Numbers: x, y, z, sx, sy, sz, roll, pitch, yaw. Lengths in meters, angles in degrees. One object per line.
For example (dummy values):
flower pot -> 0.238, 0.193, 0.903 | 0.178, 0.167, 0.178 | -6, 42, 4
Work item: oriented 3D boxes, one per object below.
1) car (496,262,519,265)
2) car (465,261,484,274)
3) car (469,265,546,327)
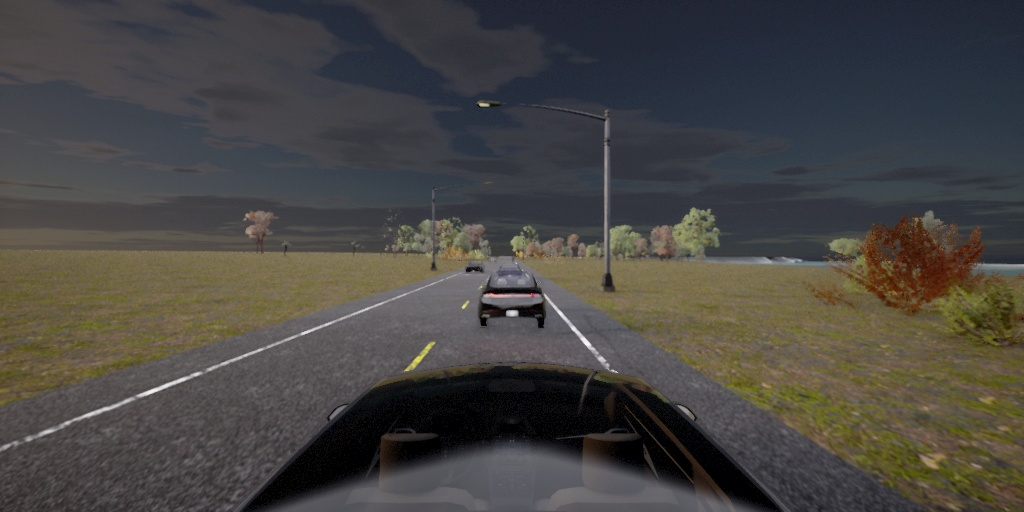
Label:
car -> -0.171, 1.254, 30.379 | 1.895, 1.301, 4.718 | 0, 0, 0
car -> -3.937, 1.226, 38.589 | 1.895, 1.301, 4.718 | 0, 0, 0
car -> -0.005, 1.211, 11.393 | 2.128, 1.511, 4.902 | 0, 0, 0
